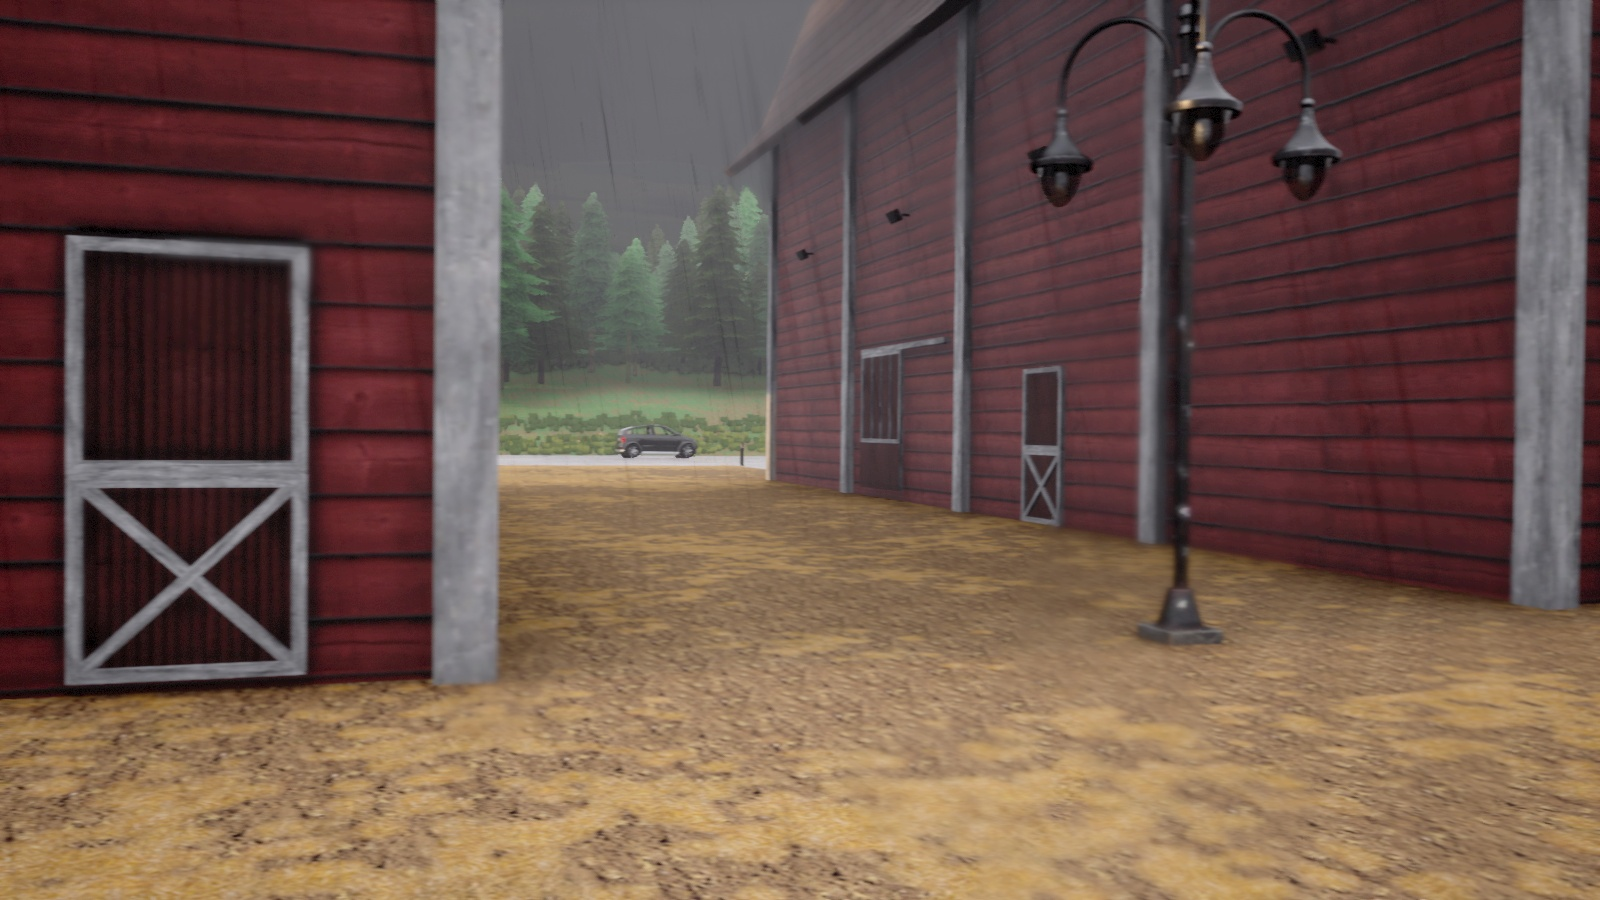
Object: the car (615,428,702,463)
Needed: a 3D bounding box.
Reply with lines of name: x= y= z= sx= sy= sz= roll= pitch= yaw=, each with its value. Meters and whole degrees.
car: x=-6.516 y=-0.236 z=57.771 sx=3.705 sy=1.549 sz=1.789 roll=-1 pitch=1 yaw=-17
